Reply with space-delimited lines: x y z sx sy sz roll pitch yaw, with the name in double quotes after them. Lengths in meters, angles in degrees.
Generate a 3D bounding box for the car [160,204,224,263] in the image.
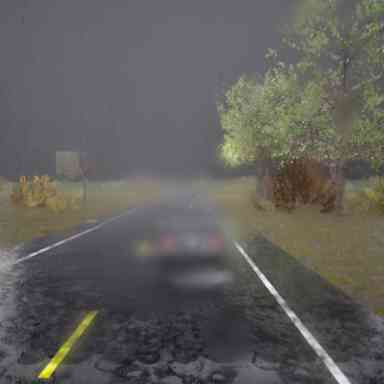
0.020 1.370 11.170 2.033 1.411 5.357 0 1 0 "car"

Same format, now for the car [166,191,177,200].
-3.583 0.550 58.519 1.812 1.442 4.674 0 1 0 "car"

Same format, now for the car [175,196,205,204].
0.013 1.128 26.193 2.033 1.411 5.357 0 1 1 "car"
